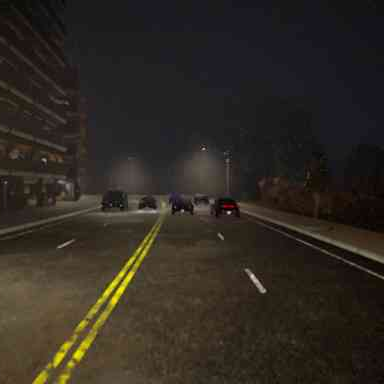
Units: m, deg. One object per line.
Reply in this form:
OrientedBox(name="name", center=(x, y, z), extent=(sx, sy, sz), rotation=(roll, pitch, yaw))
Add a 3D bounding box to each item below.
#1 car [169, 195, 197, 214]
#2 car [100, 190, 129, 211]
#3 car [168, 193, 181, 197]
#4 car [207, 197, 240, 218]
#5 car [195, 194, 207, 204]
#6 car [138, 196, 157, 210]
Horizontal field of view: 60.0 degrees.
OrientedBox(name="car", center=(-0.924, 1.263, 30.240), extent=(1.895, 1.301, 4.718), rotation=(0, 1, -4))
OrientedBox(name="car", center=(-7.836, 0.847, 34.191), extent=(2.150, 2.045, 5.566), rotation=(0, 0, -4))
OrientedBox(name="car", center=(-2.295, 0.944, 47.130), extent=(1.882, 1.535, 5.008), rotation=(0, 1, -5))
OrientedBox(name="car", center=(2.548, 1.204, 26.583), extent=(1.837, 1.490, 4.892), rotation=(0, 1, -3))
OrientedBox(name="car", center=(1.169, 0.977, 45.066), extent=(2.128, 1.511, 4.902), rotation=(0, 1, -5))
OrientedBox(name="car", center=(-4.685, 1.149, 35.908), extent=(2.033, 1.411, 5.357), rotation=(0, 1, -4))
